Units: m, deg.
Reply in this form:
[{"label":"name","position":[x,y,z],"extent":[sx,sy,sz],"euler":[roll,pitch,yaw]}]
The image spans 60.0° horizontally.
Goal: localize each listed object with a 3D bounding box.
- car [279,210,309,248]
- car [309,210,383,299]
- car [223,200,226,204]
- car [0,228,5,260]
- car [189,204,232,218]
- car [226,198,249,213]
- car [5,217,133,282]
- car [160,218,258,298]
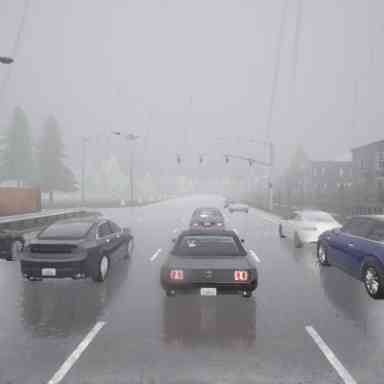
[{"label":"car","position":[5.128,1.526,14.581],"extent":[1.812,1.442,4.674],"euler":[0,0,2]},{"label":"car","position":[4.870,1.351,8.557],"extent":[2.097,1.767,4.553],"euler":[0,0,2]},{"label":"car","position":[5.438,1.547,46.454],"extent":[2.033,1.411,5.357],"euler":[0,0,2]},{"label":"car","position":[-6.562,1.492,9.213],"extent":[2.128,1.511,4.902],"euler":[0,0,2]},{"label":"car","position":[0.823,1.547,18.103],"extent":[2.033,1.411,5.357],"euler":[0,0,2]},{"label":"car","position":[5.061,1.601,36.564],"extent":[1.895,1.301,4.718],"euler":[0,0,3]},{"label":"car","position":[-3.038,1.505,9.729],"extent":[1.837,1.490,4.892],"euler":[0,0,3]},{"label":"car","position":[0.415,1.601,8.521],"extent":[1.895,1.301,4.718],"euler":[0,0,2]}]
